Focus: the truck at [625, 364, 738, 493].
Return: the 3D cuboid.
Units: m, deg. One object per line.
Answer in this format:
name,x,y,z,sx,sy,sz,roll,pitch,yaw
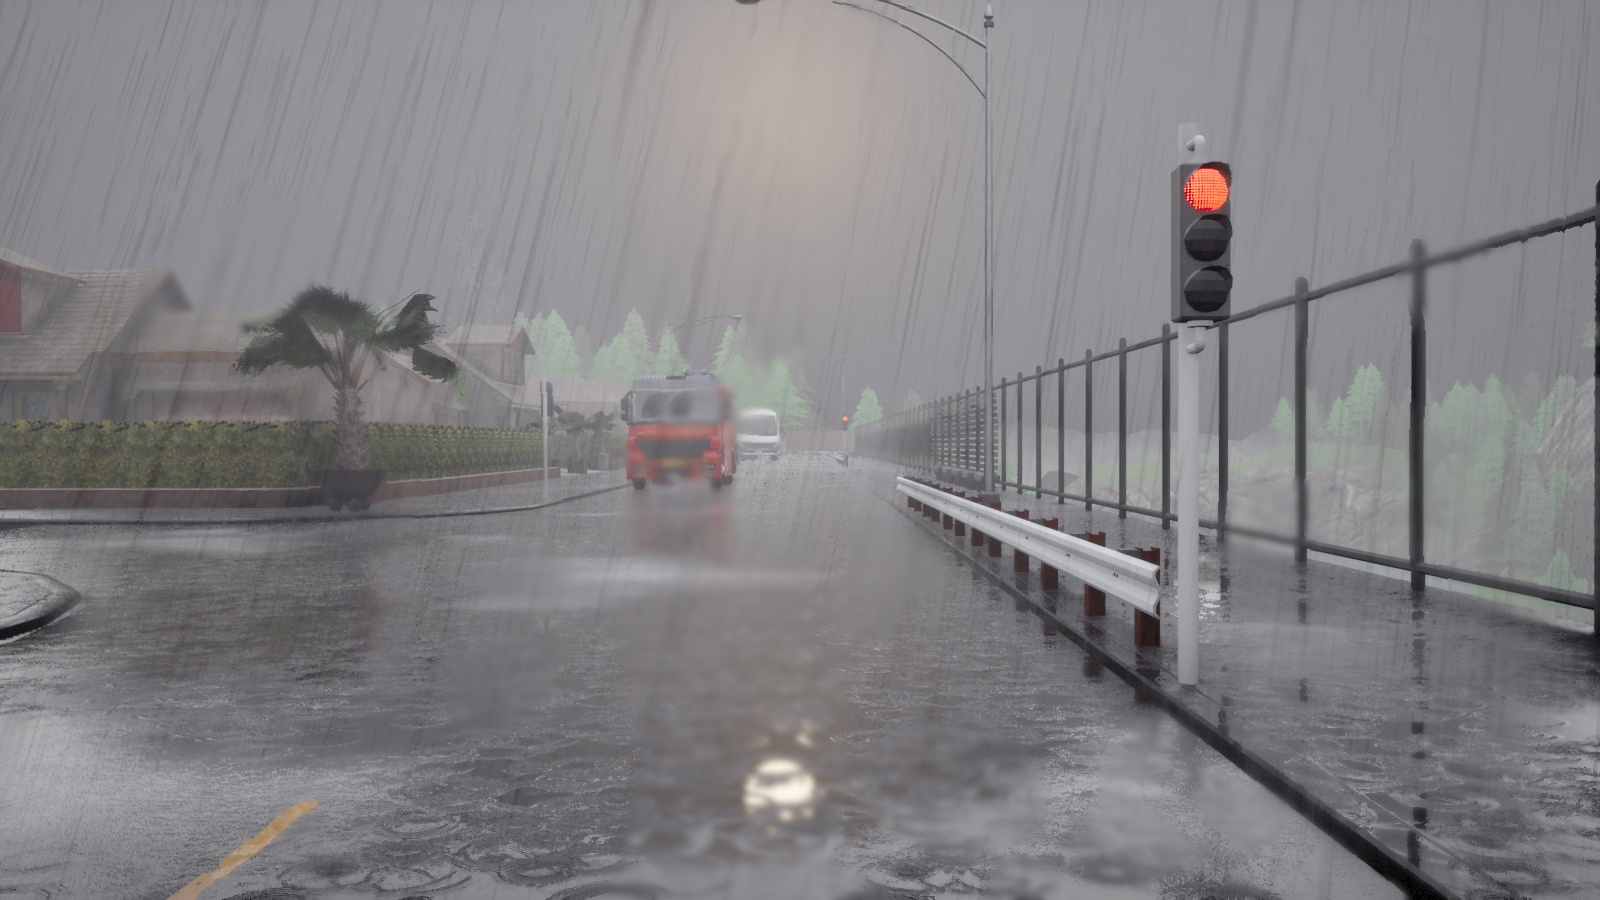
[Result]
truck,-3.747,-0.656,41.568,2.891,3.827,8.468,0,0,0
